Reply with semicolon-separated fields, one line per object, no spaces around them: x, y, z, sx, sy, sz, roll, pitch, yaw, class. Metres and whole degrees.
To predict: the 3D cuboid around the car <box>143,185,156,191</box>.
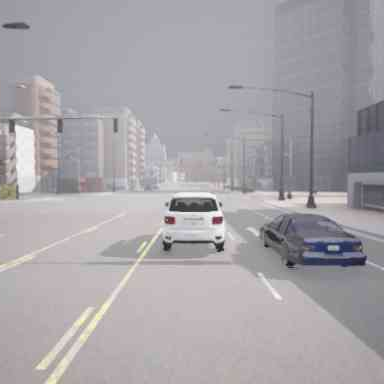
-10.475;-0.898;79.890;1.837;1.490;4.892;0;1;0;car

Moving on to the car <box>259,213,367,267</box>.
3.549;1.400;10.796;2.033;1.411;5.357;0;1;1;car

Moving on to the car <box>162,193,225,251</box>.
0.070;1.024;13.351;2.150;2.045;5.566;0;1;0;car
